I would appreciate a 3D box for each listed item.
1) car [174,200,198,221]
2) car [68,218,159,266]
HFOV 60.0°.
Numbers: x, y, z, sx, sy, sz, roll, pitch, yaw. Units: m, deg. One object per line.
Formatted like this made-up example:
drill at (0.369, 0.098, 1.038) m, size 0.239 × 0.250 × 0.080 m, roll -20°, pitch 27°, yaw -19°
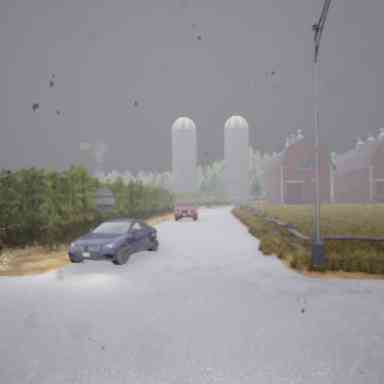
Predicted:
car at (-0.513, 1.888, 34.405) m, size 2.150 × 2.045 × 5.566 m, roll -1°, pitch -1°, yaw 4°
car at (-2.749, 1.767, 12.807) m, size 1.812 × 1.442 × 4.674 m, roll -1°, pitch -1°, yaw 16°
